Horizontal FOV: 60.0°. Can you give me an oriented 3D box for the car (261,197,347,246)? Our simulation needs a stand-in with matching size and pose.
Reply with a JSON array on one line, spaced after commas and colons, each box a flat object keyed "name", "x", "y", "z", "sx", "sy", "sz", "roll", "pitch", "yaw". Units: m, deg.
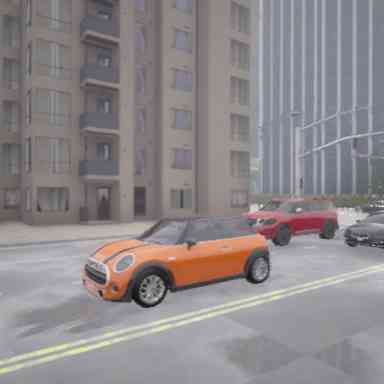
[{"name": "car", "x": 4.684, "y": 1.276, "z": 15.813, "sx": 5.566, "sy": 2.045, "sz": 2.150, "roll": 1, "pitch": 0, "yaw": -35}]

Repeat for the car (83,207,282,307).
[{"name": "car", "x": -0.220, "y": 1.369, "z": 8.107, "sx": 4.553, "sy": 1.767, "sz": 2.097, "roll": 0, "pitch": 0, "yaw": -35}]

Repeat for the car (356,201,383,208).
[{"name": "car", "x": 19.247, "y": 1.657, "z": 34.373, "sx": 1.837, "sy": 1.490, "sz": 4.892, "roll": 1, "pitch": 0, "yaw": -22}]

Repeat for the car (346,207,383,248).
[{"name": "car", "x": 8.427, "y": 1.568, "z": 14.154, "sx": 4.892, "sy": 1.490, "sz": 1.837, "roll": 0, "pitch": 0, "yaw": -35}]
